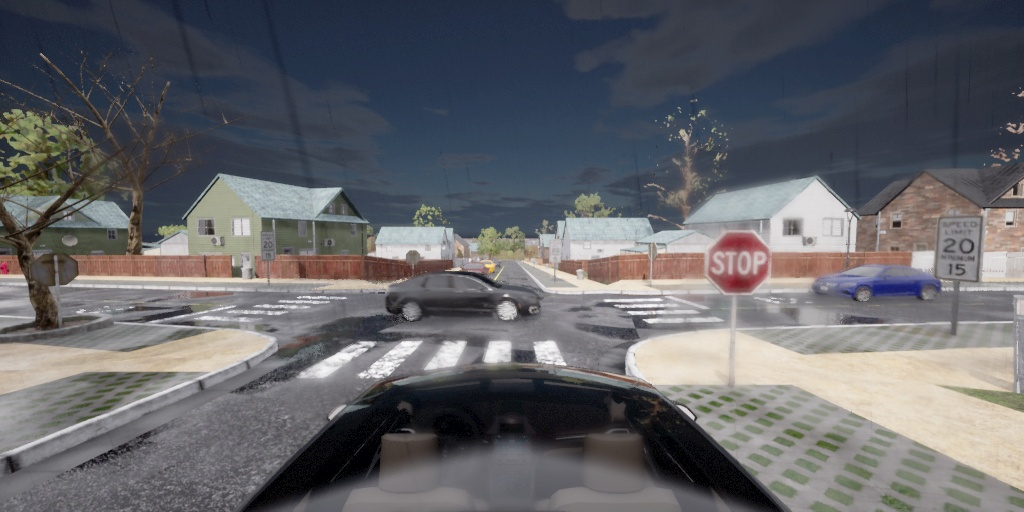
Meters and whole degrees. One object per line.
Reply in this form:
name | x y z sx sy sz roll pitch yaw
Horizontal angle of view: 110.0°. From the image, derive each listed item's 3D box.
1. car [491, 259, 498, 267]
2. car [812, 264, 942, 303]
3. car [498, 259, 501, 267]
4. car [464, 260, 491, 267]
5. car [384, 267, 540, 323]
car | -2.928 1.233 40.817 1.882 1.535 5.008 0 1 0
car | 15.382 1.092 15.158 4.674 1.442 1.812 0 3 -4
car | -2.881 1.286 61.759 2.128 1.511 4.902 0 0 0
car | -2.903 1.222 27.739 1.882 1.535 5.008 0 0 0
car | -1.553 1.248 11.490 4.892 1.490 1.837 -1 2 4
